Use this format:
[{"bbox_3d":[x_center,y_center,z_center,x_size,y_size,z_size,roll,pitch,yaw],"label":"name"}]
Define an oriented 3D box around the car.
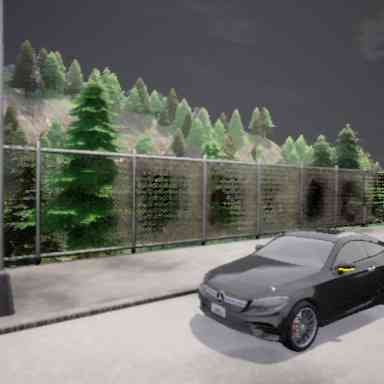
[{"bbox_3d":[2.286,1.443,6.145,4.674,1.442,1.812,0,1,-35],"label":"car"}]
